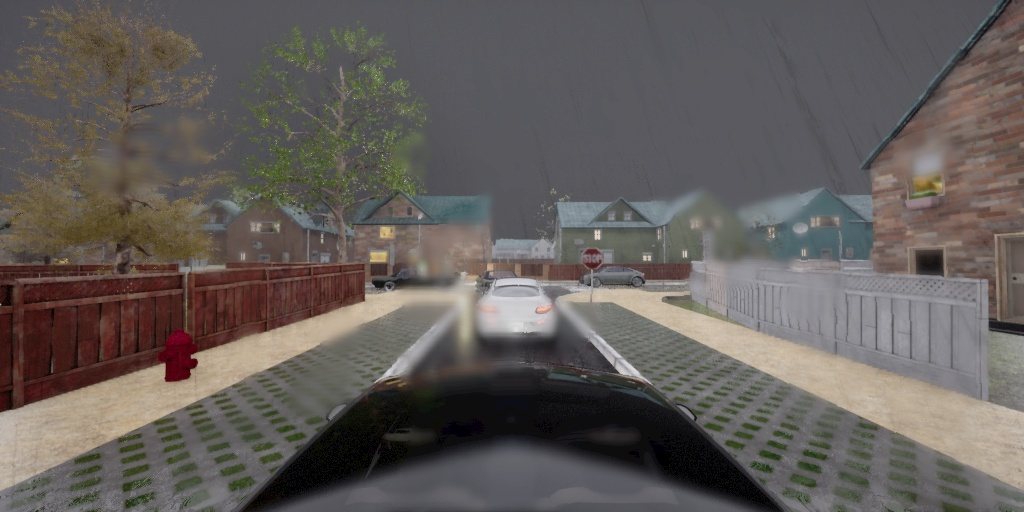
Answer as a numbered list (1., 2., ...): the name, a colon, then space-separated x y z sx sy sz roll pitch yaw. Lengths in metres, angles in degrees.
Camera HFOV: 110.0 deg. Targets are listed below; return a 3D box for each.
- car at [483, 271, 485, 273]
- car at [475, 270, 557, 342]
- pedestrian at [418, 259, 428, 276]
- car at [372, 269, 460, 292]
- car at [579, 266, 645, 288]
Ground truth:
1. car: -0.746 1.366 18.485 1.895 1.301 4.718 0 -1 -12
2. car: 0.108 1.279 9.665 1.812 1.442 4.674 0 0 0
3. pedestrian: -6.685 1.118 26.758 0.375 1.860 0.375 0 -1 1
4. car: -5.470 1.416 20.872 4.718 1.301 1.895 -1 -1 1
5. car: 6.552 1.344 23.655 4.181 1.385 1.994 0 -1 1
